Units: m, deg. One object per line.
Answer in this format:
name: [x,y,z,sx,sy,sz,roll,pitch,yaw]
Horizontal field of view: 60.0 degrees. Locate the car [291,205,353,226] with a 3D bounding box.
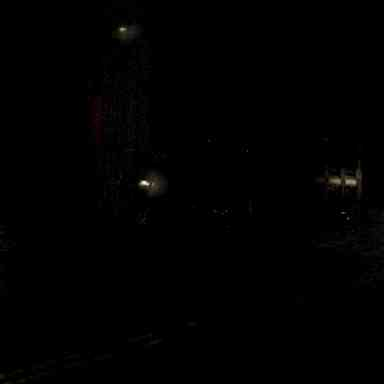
car: [9.934,1.724,25.900,2.128,1.511,4.902,1,-1,-31]

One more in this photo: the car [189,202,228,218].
car: [1.519,1.772,32.816,1.812,1.442,4.674,1,-1,-35]

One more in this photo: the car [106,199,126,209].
car: [-11.816,1.846,51.592,2.128,1.511,4.902,1,-1,-35]
